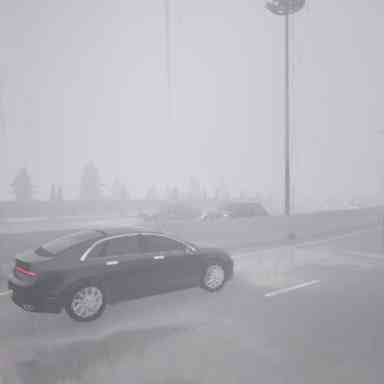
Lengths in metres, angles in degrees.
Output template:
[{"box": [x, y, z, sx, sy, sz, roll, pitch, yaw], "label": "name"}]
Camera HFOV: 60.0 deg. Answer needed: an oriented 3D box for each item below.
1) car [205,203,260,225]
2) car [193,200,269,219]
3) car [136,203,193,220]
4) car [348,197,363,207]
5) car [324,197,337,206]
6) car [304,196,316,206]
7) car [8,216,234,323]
[{"box": [3.127, 1.579, 24.991, 1.994, 1.385, 4.181, 0, 0, 45], "label": "car"}, {"box": [2.590, 1.359, 19.693, 4.553, 1.767, 2.097, 0, 0, -43], "label": "car"}, {"box": [-1.559, 1.558, 25.257, 5.357, 1.411, 2.033, 0, 0, -43], "label": "car"}, {"box": [26.733, 1.643, 54.495, 2.128, 1.511, 4.902, 0, 0, 22], "label": "car"}, {"box": [25.191, 1.687, 60.549, 1.837, 1.490, 4.892, 0, 0, 19], "label": "car"}, {"box": [21.401, 1.540, 60.274, 2.097, 1.767, 4.553, 0, 0, 20], "label": "car"}, {"box": [-1.211, 1.504, 7.262, 4.892, 1.490, 1.837, 0, 0, -37], "label": "car"}]
